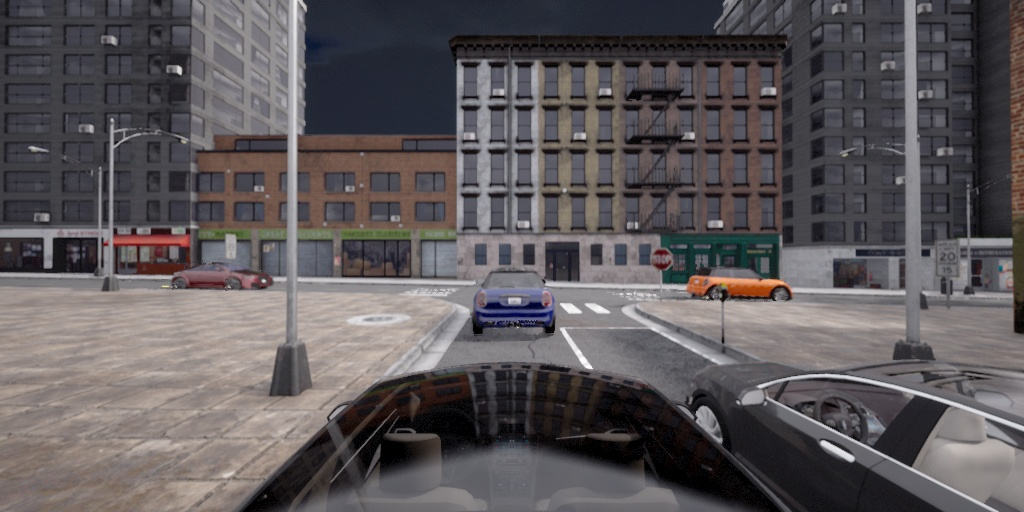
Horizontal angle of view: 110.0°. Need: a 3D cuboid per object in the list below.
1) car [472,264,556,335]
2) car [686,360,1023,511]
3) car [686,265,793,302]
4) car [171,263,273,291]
[{"bbox_3d":[-0.010,1.104,10.753,2.097,1.767,4.553,0,0,-2],"label":"car"},{"bbox_3d":[2.638,1.301,2.018,2.007,1.370,4.403,0,0,0],"label":"car"},{"bbox_3d":[11.464,1.378,18.161,4.553,1.767,2.097,1,0,0],"label":"car"},{"bbox_3d":[-14.619,1.051,18.228,4.181,1.385,1.994,1,0,0],"label":"car"}]
